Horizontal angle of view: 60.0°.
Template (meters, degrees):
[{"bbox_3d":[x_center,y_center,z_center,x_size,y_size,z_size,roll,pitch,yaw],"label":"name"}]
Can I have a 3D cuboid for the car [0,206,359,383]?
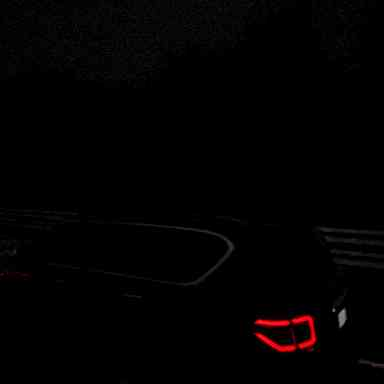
[{"bbox_3d":[-0.818,1.220,4.575,5.566,2.045,2.150,0,0,36],"label":"car"}]
